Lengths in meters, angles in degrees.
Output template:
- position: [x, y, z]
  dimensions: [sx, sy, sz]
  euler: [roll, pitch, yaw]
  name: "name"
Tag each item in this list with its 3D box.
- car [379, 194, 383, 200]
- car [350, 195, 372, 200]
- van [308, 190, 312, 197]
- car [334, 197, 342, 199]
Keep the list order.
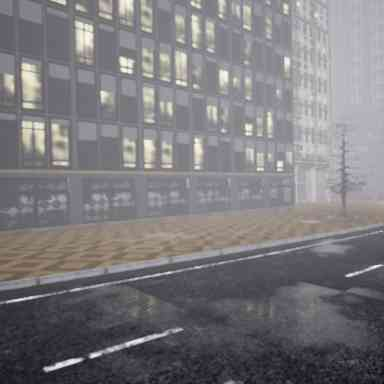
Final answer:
- position: [35.709, 0.911, 59.333]
  dimensions: [1.947, 1.339, 4.313]
  euler: [-1, 1, -40]
  name: "car"
- position: [32.083, 0.901, 63.713]
  dimensions: [1.802, 1.307, 4.206]
  euler: [-1, 1, -40]
  name: "car"
- position: [27.688, 0.366, 82.240]
  dimensions: [1.690, 1.788, 3.998]
  euler: [-1, 1, -40]
  name: "van"
- position: [28.489, 0.858, 68.116]
  dimensions: [1.947, 1.339, 4.313]
  euler: [-1, 1, -40]
  name: "car"
